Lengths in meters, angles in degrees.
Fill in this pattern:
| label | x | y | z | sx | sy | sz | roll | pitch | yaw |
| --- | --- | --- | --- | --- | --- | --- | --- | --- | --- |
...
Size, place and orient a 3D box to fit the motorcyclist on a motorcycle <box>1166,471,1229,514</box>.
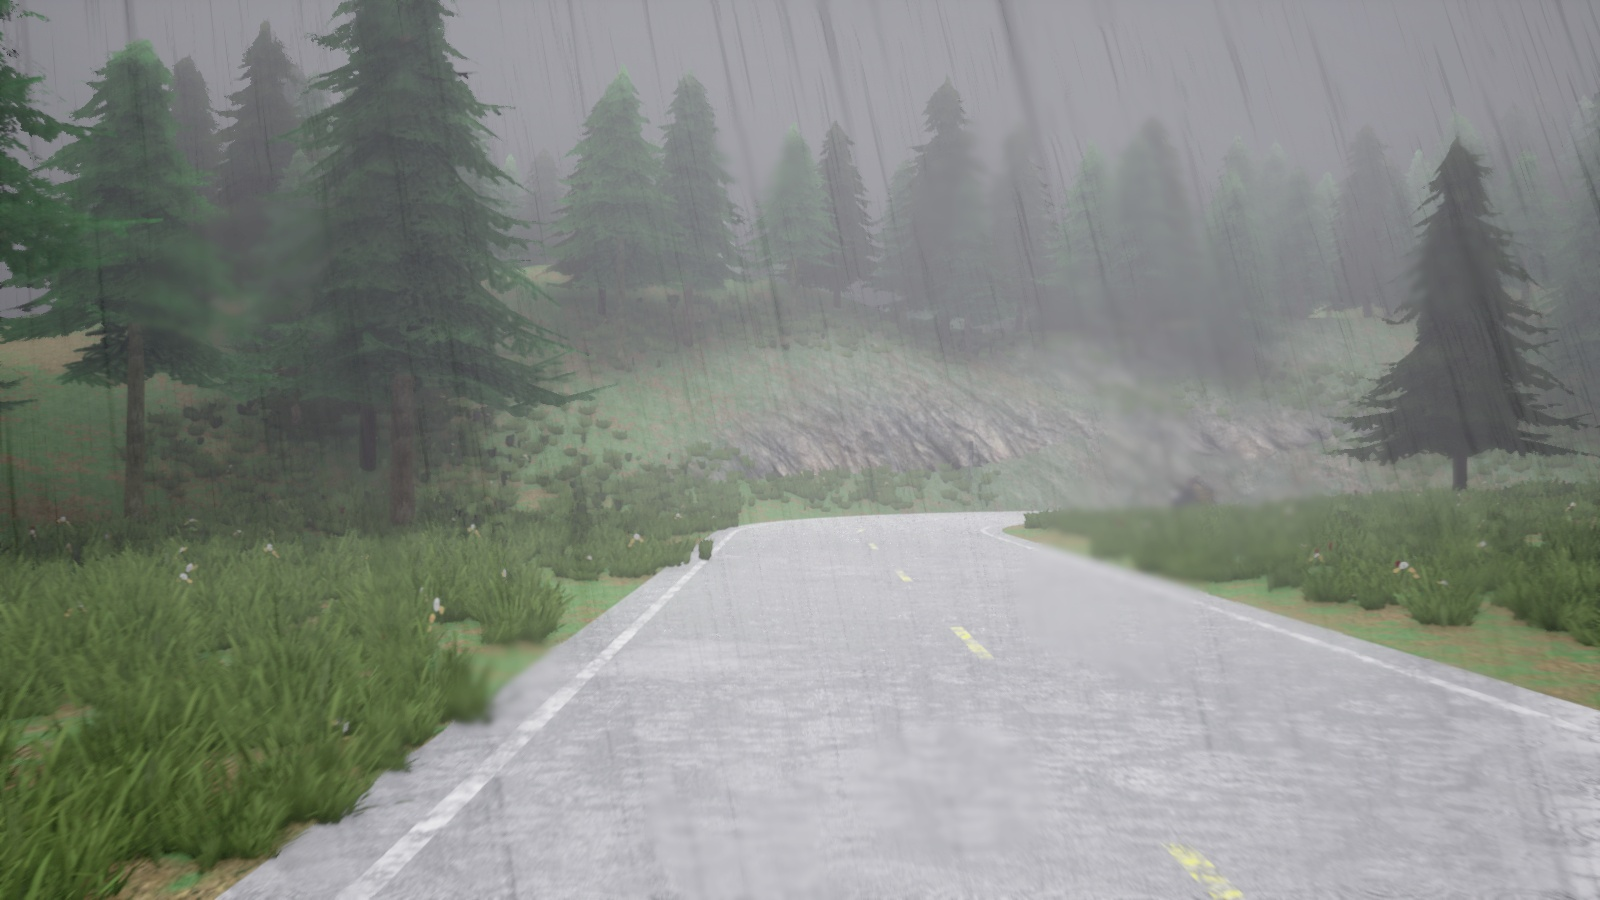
| label | x | y | z | sx | sy | sz | roll | pitch | yaw |
| --- | --- | --- | --- | --- | --- | --- | --- | --- | --- |
| motorcyclist on a motorcycle | 15.024 | 1.614 | 47.486 | 2.191 | 1.530 | 0.866 | 3 | -1 | -24 |
